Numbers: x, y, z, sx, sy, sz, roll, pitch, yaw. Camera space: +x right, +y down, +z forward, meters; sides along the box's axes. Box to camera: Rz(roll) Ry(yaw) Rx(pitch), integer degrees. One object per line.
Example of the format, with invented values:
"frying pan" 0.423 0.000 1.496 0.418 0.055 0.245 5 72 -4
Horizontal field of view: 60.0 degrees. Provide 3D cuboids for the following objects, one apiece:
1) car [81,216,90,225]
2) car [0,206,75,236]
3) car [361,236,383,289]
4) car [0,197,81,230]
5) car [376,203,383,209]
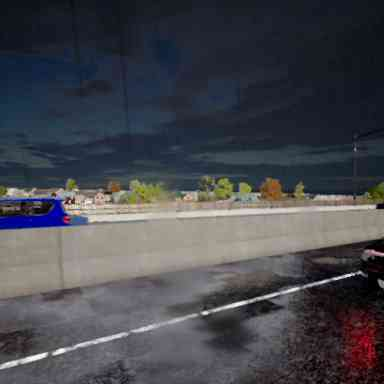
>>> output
"car" -7.570 1.546 15.775 5.357 1.411 2.033 0 0 -35
"car" -9.114 1.563 18.969 4.181 1.385 1.994 0 0 -35
"car" 5.996 1.506 7.975 4.902 1.511 2.128 0 0 -35
"car" -7.148 1.219 11.773 5.566 2.045 2.150 0 0 -36
"car" 25.850 1.750 43.108 4.718 1.301 1.895 0 0 -34
